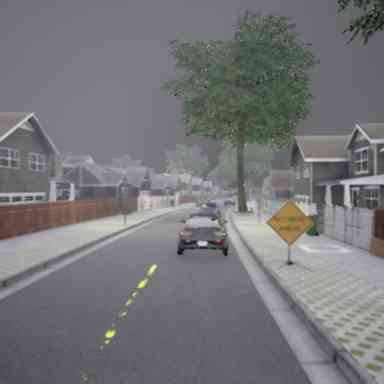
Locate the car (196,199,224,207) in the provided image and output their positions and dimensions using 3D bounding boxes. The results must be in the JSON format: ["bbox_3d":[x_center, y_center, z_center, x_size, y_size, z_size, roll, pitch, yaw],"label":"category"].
[{"bbox_3d":[1.562,1.612,28.565,1.812,1.442,4.674,0,0,6],"label":"car"}]

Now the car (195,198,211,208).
[{"bbox_3d":[1.876,1.757,53.210,1.994,1.385,4.181,0,0,10],"label":"car"}]

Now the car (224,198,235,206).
[{"bbox_3d":[6.637,1.760,58.644,1.812,1.442,4.674,0,0,11],"label":"car"}]

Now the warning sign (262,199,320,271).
[{"bbox_3d":[2.719,1.143,9.276,1.300,1.860,1.060,1,0,2],"label":"warning sign"}]

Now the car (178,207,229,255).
[{"bbox_3d":[0.484,1.561,13.438,1.812,1.442,4.674,0,0,3],"label":"car"}]
